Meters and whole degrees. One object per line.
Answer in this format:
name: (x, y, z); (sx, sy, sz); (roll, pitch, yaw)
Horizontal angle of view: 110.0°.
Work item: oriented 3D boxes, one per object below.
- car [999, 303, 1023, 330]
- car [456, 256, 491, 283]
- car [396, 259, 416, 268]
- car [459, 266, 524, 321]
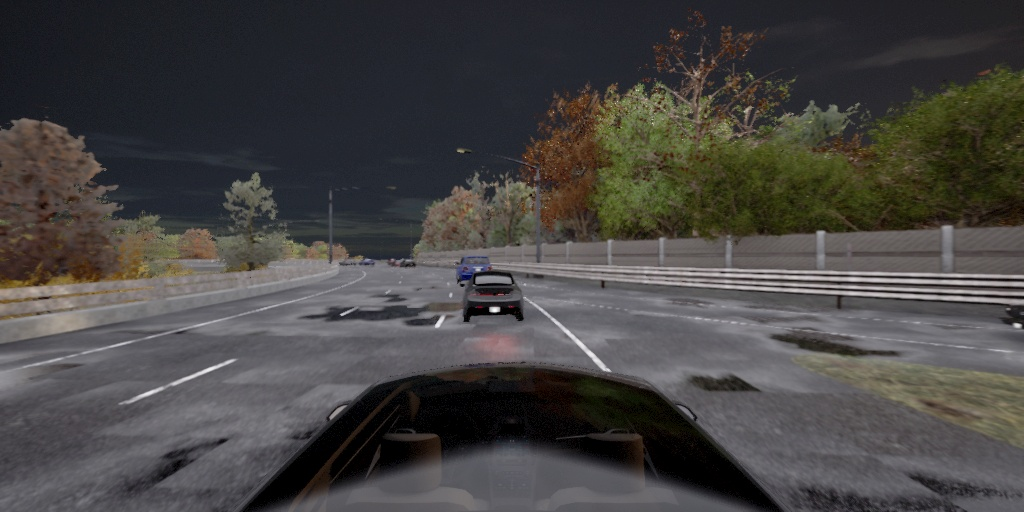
car: (14.128, 1.250, 6.976); (5.357, 1.411, 2.033); (0, 0, 34)
car: (-2.764, 0.987, 25.648); (2.150, 2.045, 5.566); (0, 0, -13)
car: (-18.195, 1.305, 62.609); (1.882, 1.535, 5.008); (0, 0, -31)
car: (-0.720, 1.260, 12.487); (1.837, 1.490, 4.892); (0, 0, -6)
